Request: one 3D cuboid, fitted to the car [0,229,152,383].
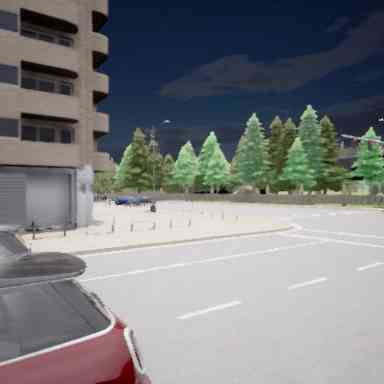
[{"bbox_3d":[-2.585,1.359,2.134,4.553,1.767,2.097,-1,0,-35],"label":"car"}]

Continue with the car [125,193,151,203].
[{"bbox_3d":[-10.159,1.093,62.541,4.553,1.767,2.097,0,0,31],"label":"car"}]

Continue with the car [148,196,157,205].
[{"bbox_3d":[-7.611,1.247,51.973,5.008,1.535,1.882,0,0,41],"label":"car"}]

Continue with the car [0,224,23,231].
[{"bbox_3d":[-4.603,1.360,4.994,4.553,1.767,2.097,-1,0,-35],"label":"car"}]

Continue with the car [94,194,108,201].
[{"bbox_3d":[-19.327,1.141,66.782,4.892,1.490,1.837,0,0,14],"label":"car"}]

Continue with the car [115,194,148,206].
[{"bbox_3d":[-9.207,1.271,48.726,5.008,1.535,1.882,0,0,42],"label":"car"}]
